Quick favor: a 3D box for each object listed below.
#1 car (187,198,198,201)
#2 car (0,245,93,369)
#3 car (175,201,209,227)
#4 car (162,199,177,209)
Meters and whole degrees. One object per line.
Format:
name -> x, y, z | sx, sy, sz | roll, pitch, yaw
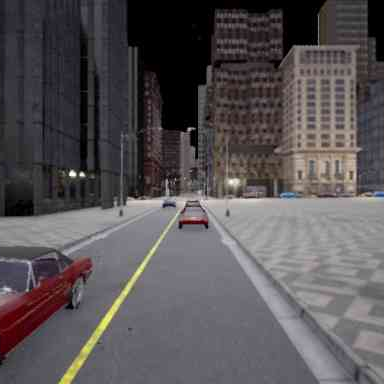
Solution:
car -> 0.097, 1.543, 43.613 | 2.128, 1.511, 4.902 | 0, 0, 0
car -> -3.099, 1.603, 5.089 | 1.895, 1.301, 4.718 | 0, 0, 0
car -> 0.100, 1.584, 22.725 | 1.994, 1.385, 4.181 | 0, 0, 0
car -> -3.082, 1.657, 45.877 | 1.895, 1.301, 4.718 | 0, 0, 0
